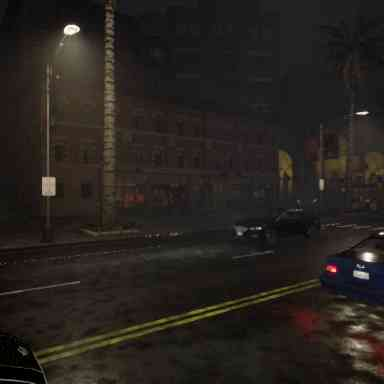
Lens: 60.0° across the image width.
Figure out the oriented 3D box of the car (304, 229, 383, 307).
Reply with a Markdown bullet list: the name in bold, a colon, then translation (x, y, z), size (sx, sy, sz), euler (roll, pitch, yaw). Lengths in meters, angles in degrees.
- **car**: translation (5.104, 1.547, 7.481), size (5.357, 1.411, 2.033), euler (0, 0, -36)

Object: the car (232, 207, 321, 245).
- **car**: translation (4.007, 1.491, 15.511), size (4.902, 1.511, 2.128), euler (0, 0, -36)

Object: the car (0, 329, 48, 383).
- **car**: translation (-3.035, 1.352, 1.518), size (4.553, 1.767, 2.097), euler (0, 0, -36)
